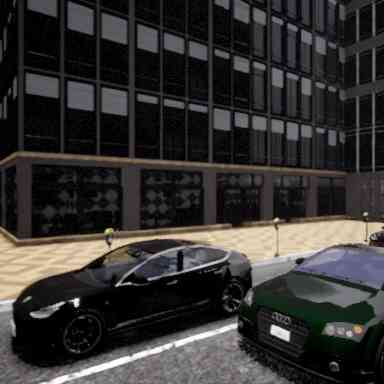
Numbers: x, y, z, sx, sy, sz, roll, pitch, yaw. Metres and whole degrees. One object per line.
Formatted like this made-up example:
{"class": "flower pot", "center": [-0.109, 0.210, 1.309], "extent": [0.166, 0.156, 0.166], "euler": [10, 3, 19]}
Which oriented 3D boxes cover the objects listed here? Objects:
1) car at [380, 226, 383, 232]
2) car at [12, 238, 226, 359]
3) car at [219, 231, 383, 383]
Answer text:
{"class": "car", "center": [8.498, 1.629, 12.634], "extent": [4.313, 1.339, 1.947], "euler": [0, 0, -36]}
{"class": "car", "center": [-0.774, 1.578, 6.013], "extent": [4.313, 1.339, 1.947], "euler": [0, 0, -36]}
{"class": "car", "center": [2.725, 1.587, 5.326], "extent": [4.181, 1.385, 1.994], "euler": [0, 0, -36]}
